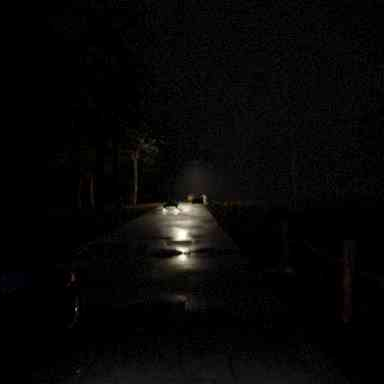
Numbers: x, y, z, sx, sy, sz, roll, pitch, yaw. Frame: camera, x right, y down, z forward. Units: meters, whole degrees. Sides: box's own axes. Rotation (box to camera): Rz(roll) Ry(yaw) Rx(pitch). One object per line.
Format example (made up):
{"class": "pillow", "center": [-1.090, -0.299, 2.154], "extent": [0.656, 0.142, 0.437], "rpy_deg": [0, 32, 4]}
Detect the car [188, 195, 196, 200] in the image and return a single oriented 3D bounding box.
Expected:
{"class": "car", "center": [0.001, 1.445, 90.865], "extent": [2.033, 1.411, 5.357], "rpy_deg": [0, -1, 0]}

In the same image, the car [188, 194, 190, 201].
{"class": "car", "center": [0.001, 1.238, 73.052], "extent": [1.882, 1.535, 5.008], "rpy_deg": [0, 0, 0]}

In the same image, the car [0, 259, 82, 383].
{"class": "car", "center": [-2.849, 1.563, 3.961], "extent": [1.994, 1.385, 4.181], "rpy_deg": [0, 0, 0]}

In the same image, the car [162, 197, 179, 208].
{"class": "car", "center": [-2.837, 1.399, 44.807], "extent": [1.837, 1.490, 4.892], "rpy_deg": [0, 0, 0]}

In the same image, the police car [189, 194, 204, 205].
{"class": "police car", "center": [0.963, 1.313, 55.284], "extent": [1.930, 1.638, 5.238], "rpy_deg": [0, 0, 0]}
